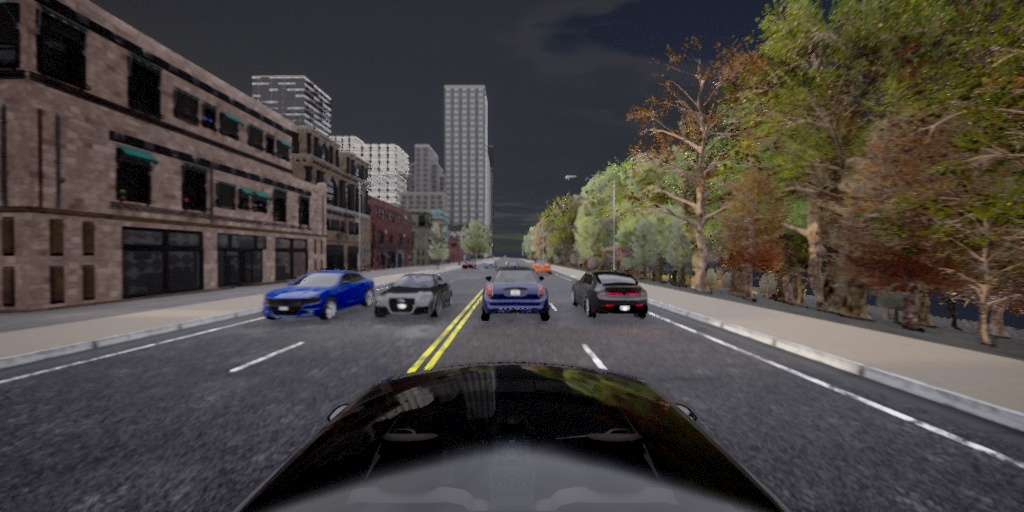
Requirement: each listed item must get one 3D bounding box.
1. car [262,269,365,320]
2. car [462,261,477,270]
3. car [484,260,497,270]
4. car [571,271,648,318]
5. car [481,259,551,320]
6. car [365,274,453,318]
[{"bbox_3d":[-6.597,1.249,12.855,1.882,1.535,5.008,0,0,0],"label":"car"},{"bbox_3d":[-6.547,1.449,55.372,1.895,1.301,4.718,0,0,1],"label":"car"},{"bbox_3d":[-3.300,1.375,55.812,1.812,1.442,4.674,0,0,0],"label":"car"},{"bbox_3d":[3.352,1.279,13.054,1.837,1.490,4.892,0,0,0],"label":"car"},{"bbox_3d":[0.102,1.123,12.878,2.097,1.767,4.553,0,0,0],"label":"car"},{"bbox_3d":[-3.347,1.336,12.892,1.994,1.385,4.181,0,0,0],"label":"car"}]
